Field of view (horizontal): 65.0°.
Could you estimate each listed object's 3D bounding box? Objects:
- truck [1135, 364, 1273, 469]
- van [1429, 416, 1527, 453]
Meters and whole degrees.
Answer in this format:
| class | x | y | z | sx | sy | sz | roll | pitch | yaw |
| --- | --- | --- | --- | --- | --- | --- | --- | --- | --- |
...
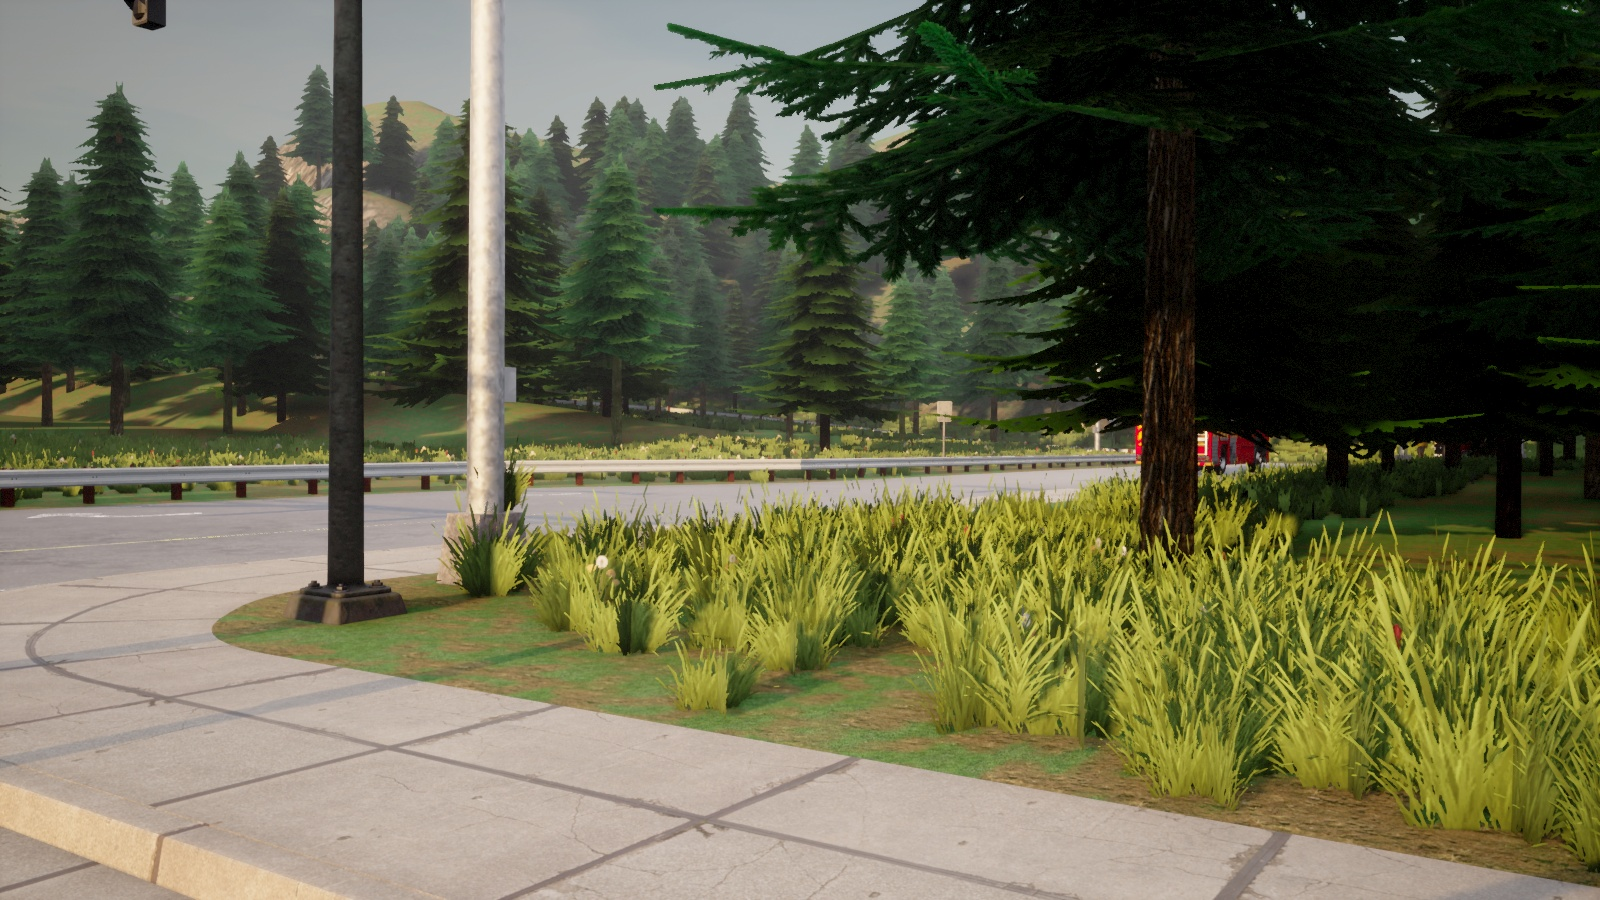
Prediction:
| class | x | y | z | sx | sy | sz | roll | pitch | yaw |
| --- | --- | --- | --- | --- | --- | --- | --- | --- | --- |
| truck | 16.175 | -1.287 | 49.850 | 2.891 | 3.827 | 8.468 | 0 | 1 | 35 |
| van | 38.487 | -0.895 | 71.348 | 4.480 | 2.038 | 2.069 | -1 | 1 | -5 |
